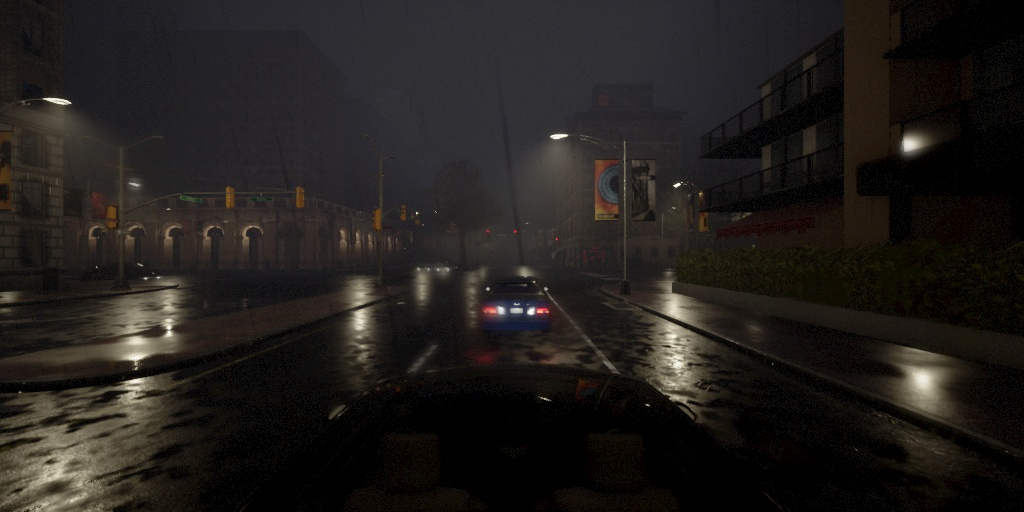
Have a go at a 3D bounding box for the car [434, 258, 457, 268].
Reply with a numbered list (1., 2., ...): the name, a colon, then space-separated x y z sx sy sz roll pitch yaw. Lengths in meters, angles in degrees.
1. car: -11.060 1.102 59.654 2.097 1.767 4.553 0 0 1

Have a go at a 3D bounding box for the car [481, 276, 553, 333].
1. car: 0.145 1.297 10.705 2.033 1.411 5.357 0 0 1

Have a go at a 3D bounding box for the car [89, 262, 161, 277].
1. car: -37.191 1.297 34.525 5.357 1.411 2.033 0 0 0

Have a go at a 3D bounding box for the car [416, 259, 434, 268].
1. car: -14.527 1.228 61.723 1.882 1.535 5.008 0 0 1
